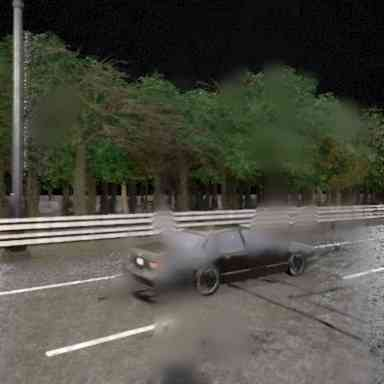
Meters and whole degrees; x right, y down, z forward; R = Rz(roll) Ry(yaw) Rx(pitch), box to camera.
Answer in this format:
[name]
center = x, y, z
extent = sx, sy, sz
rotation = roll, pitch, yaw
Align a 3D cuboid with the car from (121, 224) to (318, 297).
[car]
center = 0.944, 1.560, 8.630
extent = 5.357, 1.411, 2.033
rotation = 0, 0, -35
